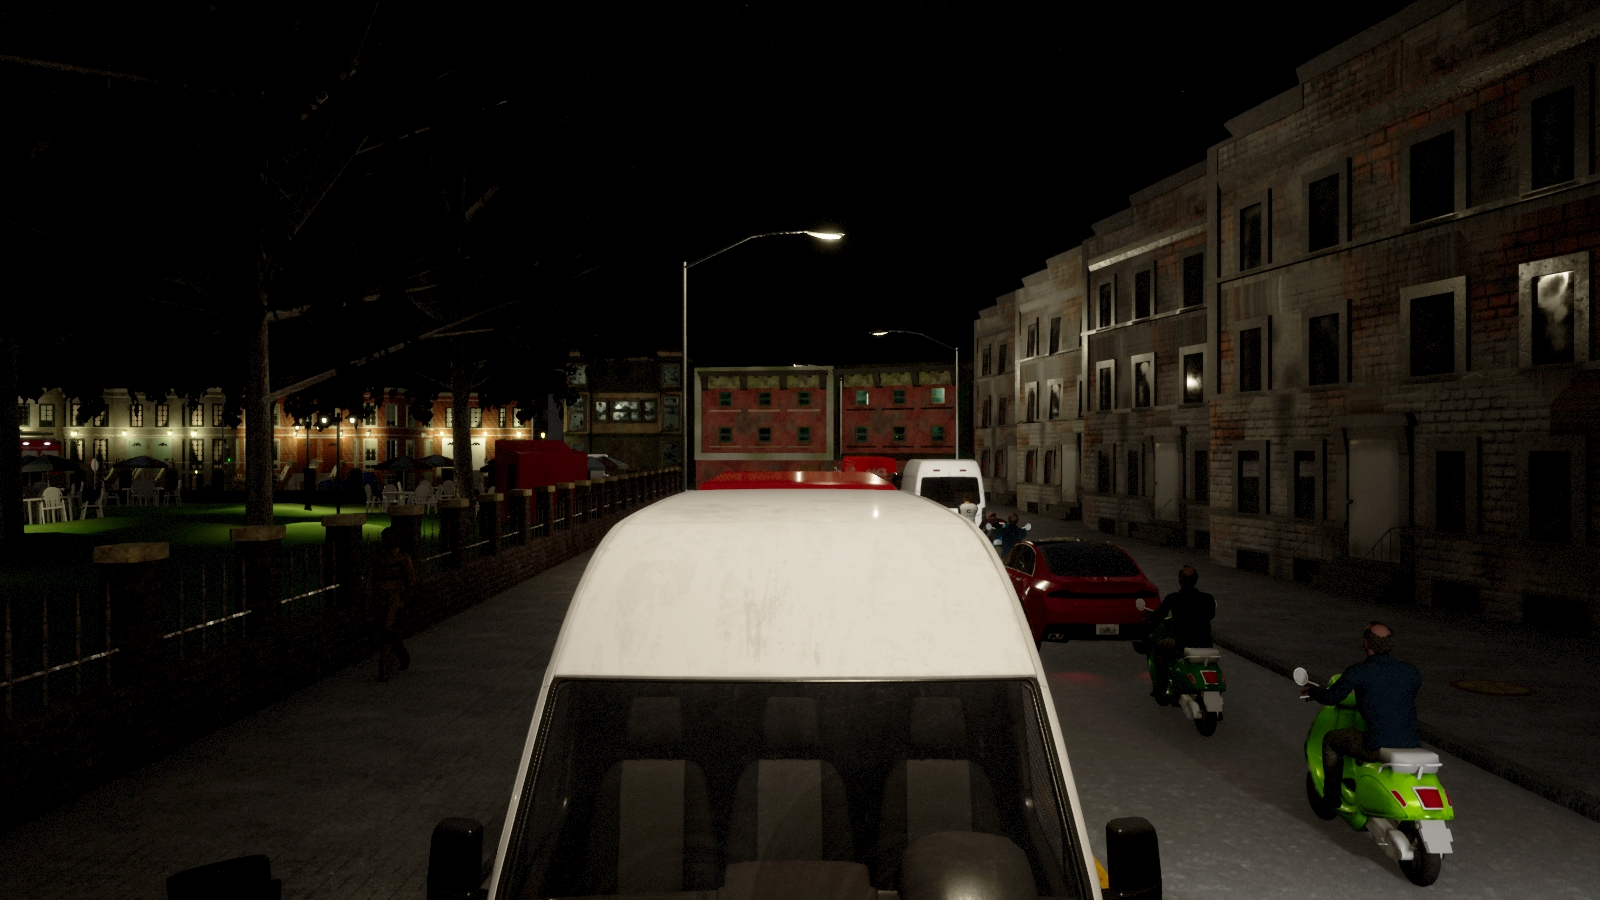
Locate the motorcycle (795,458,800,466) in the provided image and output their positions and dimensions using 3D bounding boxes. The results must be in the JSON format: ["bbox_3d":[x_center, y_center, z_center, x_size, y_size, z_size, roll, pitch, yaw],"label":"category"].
[{"bbox_3d":[-0.384,1.962,183.190,0.856,1.236,1.805,0,0,0],"label":"motorcycle"}]

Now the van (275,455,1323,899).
[{"bbox_3d":[-0.006,1.314,5.127,1.988,2.561,5.915,0,0,0],"label":"van"}]

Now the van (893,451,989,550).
[{"bbox_3d":[3.906,1.314,32.634,1.988,2.561,5.915,0,0,0],"label":"van"}]

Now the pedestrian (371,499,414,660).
[{"bbox_3d":[-4.831,1.525,13.562,0.375,1.860,0.375,0,0,-1],"label":"pedestrian"}]

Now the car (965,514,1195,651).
[{"bbox_3d":[3.953,1.841,17.118,2.231,1.480,4.892,0,0,0],"label":"car"}]
